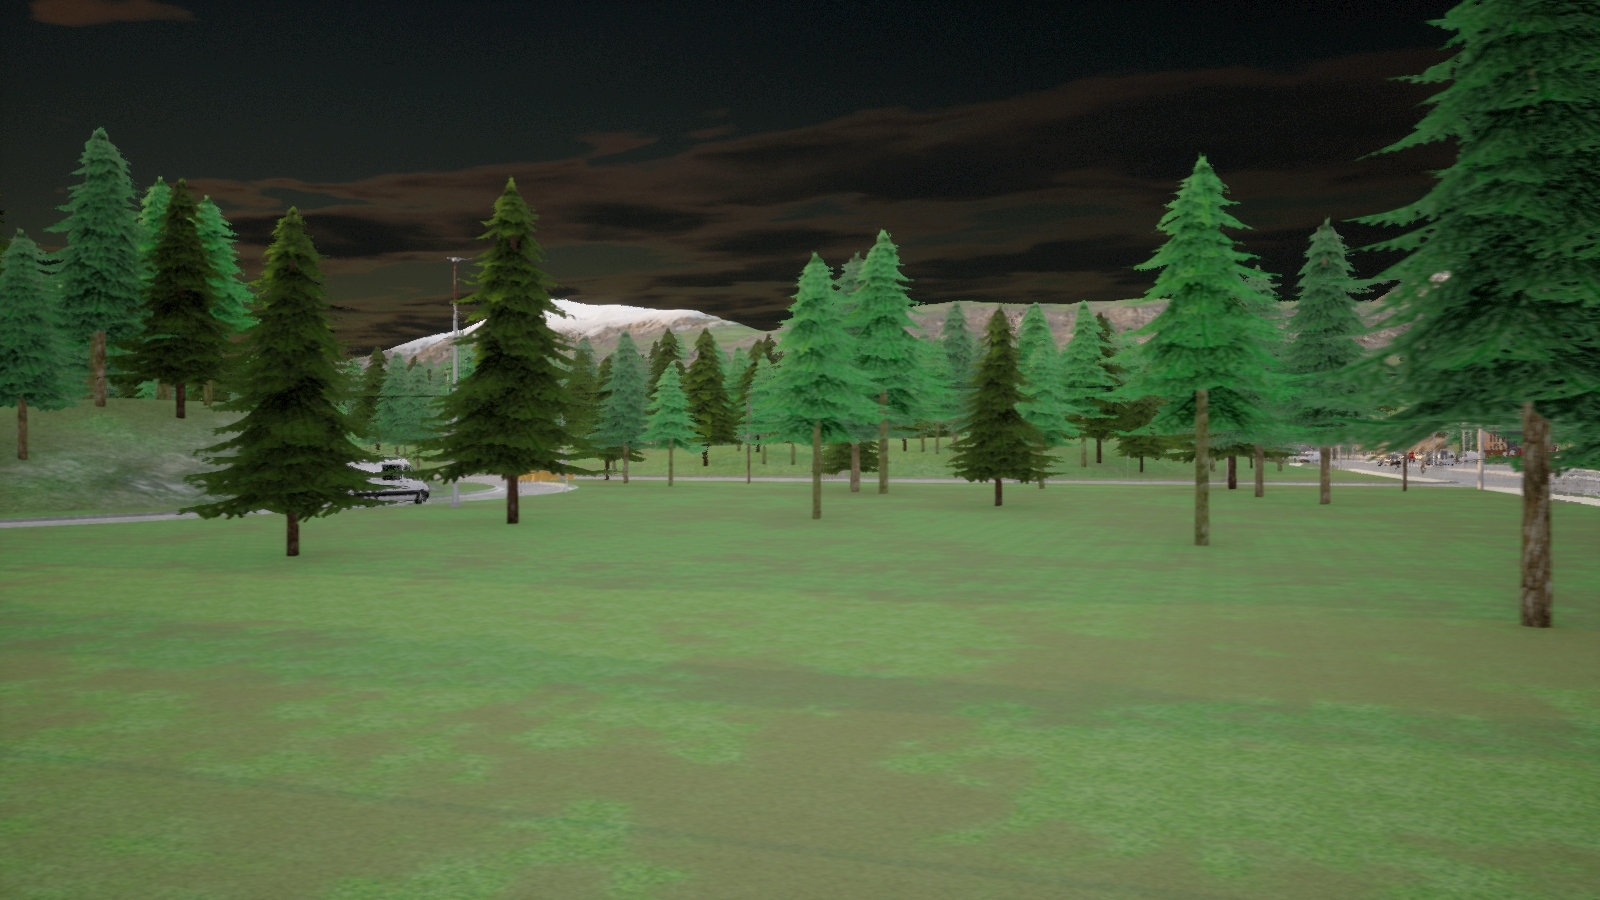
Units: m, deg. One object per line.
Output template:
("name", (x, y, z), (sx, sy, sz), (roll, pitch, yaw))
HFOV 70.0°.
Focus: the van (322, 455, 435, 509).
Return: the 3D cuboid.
("van", (-21.101, 1.535, 57.495), (1.988, 2.561, 5.915), (0, 0, 19))
